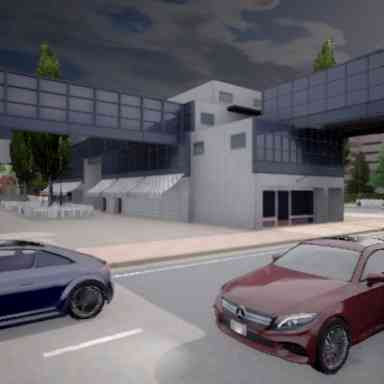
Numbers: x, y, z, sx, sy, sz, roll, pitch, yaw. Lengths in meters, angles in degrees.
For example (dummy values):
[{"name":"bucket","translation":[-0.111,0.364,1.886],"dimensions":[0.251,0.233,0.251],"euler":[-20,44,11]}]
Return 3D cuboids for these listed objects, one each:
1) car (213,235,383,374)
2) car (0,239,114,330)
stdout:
[{"name":"car","translation":[2.522,1.535,5.726],"dimensions":[4.674,1.442,1.812],"euler":[0,0,-35]},{"name":"car","translation":[-3.513,1.565,5.758],"dimensions":[4.181,1.385,1.994],"euler":[0,0,-35]}]
